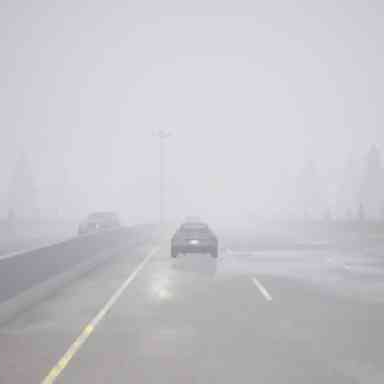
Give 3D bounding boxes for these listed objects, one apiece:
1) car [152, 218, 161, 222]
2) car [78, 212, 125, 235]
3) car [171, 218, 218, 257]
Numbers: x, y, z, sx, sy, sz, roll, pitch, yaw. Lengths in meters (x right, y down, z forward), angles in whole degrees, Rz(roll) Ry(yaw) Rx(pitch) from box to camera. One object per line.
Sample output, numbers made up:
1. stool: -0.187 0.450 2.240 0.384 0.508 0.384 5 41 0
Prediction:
1. car: -7.033 5.987 67.345 1.812 1.442 4.674 0 -3 0
2. car: -7.099 2.545 26.141 2.150 2.045 5.566 0 -4 0
3. car: 0.093 2.056 15.078 1.994 1.385 4.181 0 -3 0
